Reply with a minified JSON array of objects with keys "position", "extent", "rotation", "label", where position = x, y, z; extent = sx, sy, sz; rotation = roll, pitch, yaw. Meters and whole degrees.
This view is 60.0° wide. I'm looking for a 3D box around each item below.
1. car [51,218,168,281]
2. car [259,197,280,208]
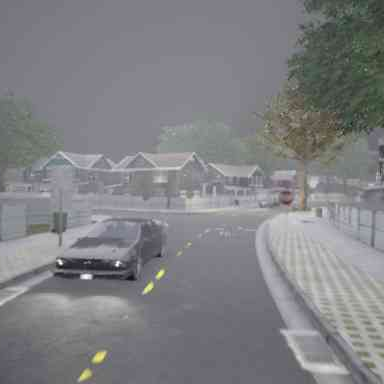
[{"position":[-2.034,1.505,10.054],"extent":[2.033,1.411,5.357],"rotation":[0,0,7],"label":"car"},{"position":[10.839,1.434,46.562],"extent":[2.128,1.511,4.902],"rotation":[0,0,31],"label":"car"}]
